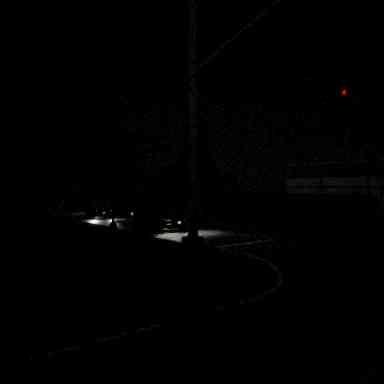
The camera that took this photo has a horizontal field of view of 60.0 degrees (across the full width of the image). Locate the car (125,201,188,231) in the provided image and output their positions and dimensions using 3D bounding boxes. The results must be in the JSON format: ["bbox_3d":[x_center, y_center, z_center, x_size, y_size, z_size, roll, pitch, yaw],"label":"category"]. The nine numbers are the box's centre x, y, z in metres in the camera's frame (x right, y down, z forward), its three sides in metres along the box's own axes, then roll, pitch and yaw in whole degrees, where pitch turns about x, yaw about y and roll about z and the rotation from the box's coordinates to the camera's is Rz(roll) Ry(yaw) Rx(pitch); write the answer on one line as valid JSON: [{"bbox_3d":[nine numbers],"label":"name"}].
[{"bbox_3d":[-2.126,1.504,20.666,1.837,1.490,4.892,0,0,-36],"label":"car"}]

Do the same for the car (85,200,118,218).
[{"bbox_3d":[-8.388,1.503,29.889,1.837,1.490,4.892,0,0,-26],"label":"car"}]

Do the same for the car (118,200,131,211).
[{"bbox_3d":[-8.464,1.597,40.105,1.895,1.301,4.718,0,0,30],"label":"car"}]
